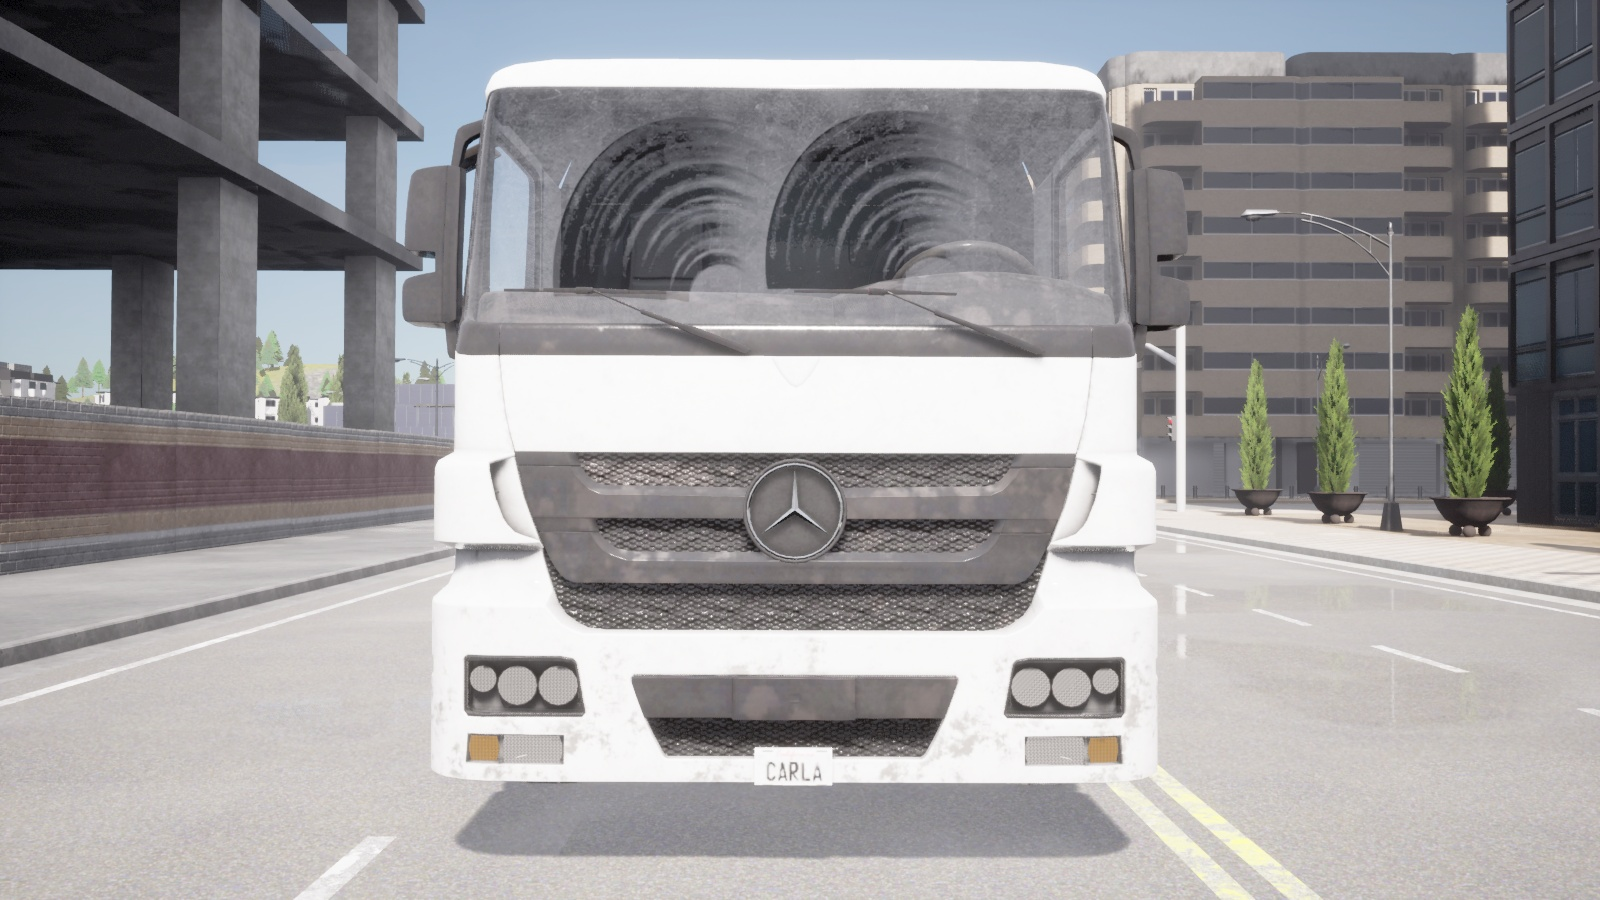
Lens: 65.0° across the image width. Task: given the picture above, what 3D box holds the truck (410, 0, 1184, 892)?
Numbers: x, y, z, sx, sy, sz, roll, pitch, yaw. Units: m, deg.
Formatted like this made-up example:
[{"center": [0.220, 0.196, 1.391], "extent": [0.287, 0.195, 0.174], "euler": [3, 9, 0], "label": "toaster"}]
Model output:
[{"center": [-0.027, -0.022, 8.684], "extent": [2.891, 3.462, 7.936], "euler": [0, -1, 0], "label": "truck"}]
